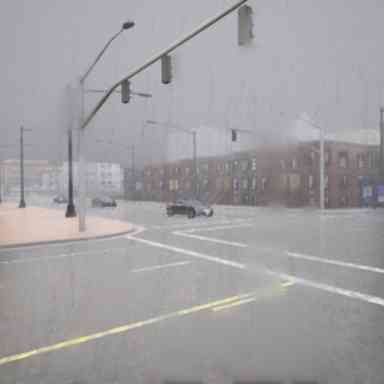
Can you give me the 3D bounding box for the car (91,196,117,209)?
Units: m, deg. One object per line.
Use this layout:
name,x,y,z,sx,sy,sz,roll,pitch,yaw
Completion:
car,-10.964,1.271,41.357,1.882,1.535,5.008,-1,1,-36

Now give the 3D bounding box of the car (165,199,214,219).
car,-0.273,1.284,26.476,2.128,1.511,4.902,-1,1,-36

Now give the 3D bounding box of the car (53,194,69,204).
car,-22.342,1.174,57.354,2.097,1.767,4.553,-1,1,-36
